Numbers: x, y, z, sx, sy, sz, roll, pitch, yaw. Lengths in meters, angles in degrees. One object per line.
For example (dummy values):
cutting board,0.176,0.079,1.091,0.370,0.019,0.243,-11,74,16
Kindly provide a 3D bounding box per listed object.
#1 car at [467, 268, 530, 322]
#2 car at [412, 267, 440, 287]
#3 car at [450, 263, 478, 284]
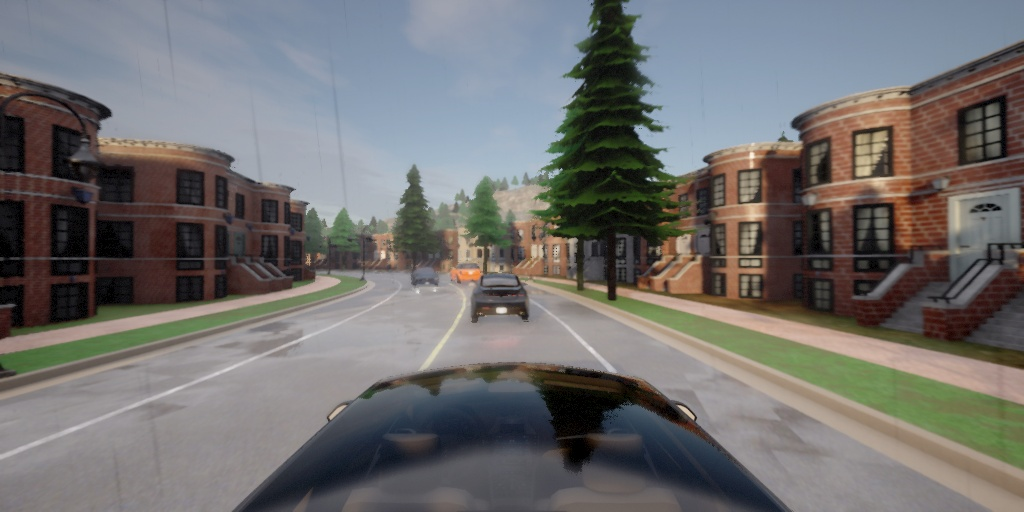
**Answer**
car,-0.488,1.359,12.830,1.837,1.490,4.892,0,-1,-4
car,-6.746,1.560,27.678,2.033,1.411,5.357,0,-1,-18
car,-3.956,1.380,30.417,2.097,1.767,4.553,0,-1,-19
